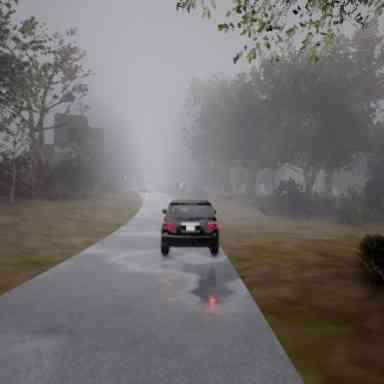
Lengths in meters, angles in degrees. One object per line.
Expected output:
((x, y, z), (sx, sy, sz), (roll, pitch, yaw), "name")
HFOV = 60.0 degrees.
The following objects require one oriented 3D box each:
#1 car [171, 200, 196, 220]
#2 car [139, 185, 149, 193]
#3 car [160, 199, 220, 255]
((-0.839, 1.508, 29.177), (1.895, 1.301, 4.718), (1, 2, -4), "car")
((-10.324, -0.598, 70.830), (1.837, 1.490, 4.892), (1, 2, -14), "car")
((-0.109, 1.321, 14.023), (2.150, 2.045, 5.566), (0, 0, -1), "car")
